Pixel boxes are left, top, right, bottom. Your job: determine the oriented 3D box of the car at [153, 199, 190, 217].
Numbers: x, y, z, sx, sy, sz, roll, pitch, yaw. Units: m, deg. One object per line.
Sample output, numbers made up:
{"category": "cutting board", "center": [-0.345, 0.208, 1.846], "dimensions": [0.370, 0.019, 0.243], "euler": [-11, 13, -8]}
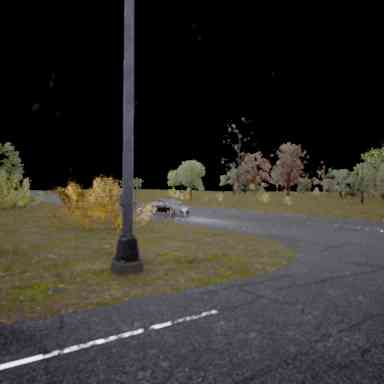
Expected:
{"category": "car", "center": [-2.031, 1.379, 30.852], "dimensions": [2.128, 1.511, 4.902], "euler": [0, 1, -35]}
